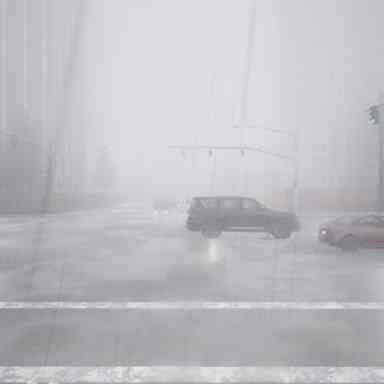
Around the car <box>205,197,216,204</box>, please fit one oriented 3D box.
[{"bbox_3d":[3.519,1.601,65.002,1.895,1.301,4.718,0,0,0],"label":"car"}]

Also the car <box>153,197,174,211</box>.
[{"bbox_3d":[-3.587,1.564,40.774,1.994,1.385,4.181,0,0,0],"label":"car"}]

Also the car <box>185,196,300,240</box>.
[{"bbox_3d":[2.434,1.221,16.588,5.566,2.045,2.150,0,0,-1],"label":"car"}]

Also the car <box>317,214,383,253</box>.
[{"bbox_3d":[7.193,1.564,13.147,4.181,1.385,1.994,0,0,-1],"label":"car"}]

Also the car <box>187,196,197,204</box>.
[{"bbox_3d":[0.019,1.564,64.973,1.994,1.385,4.181,0,0,0],"label":"car"}]
